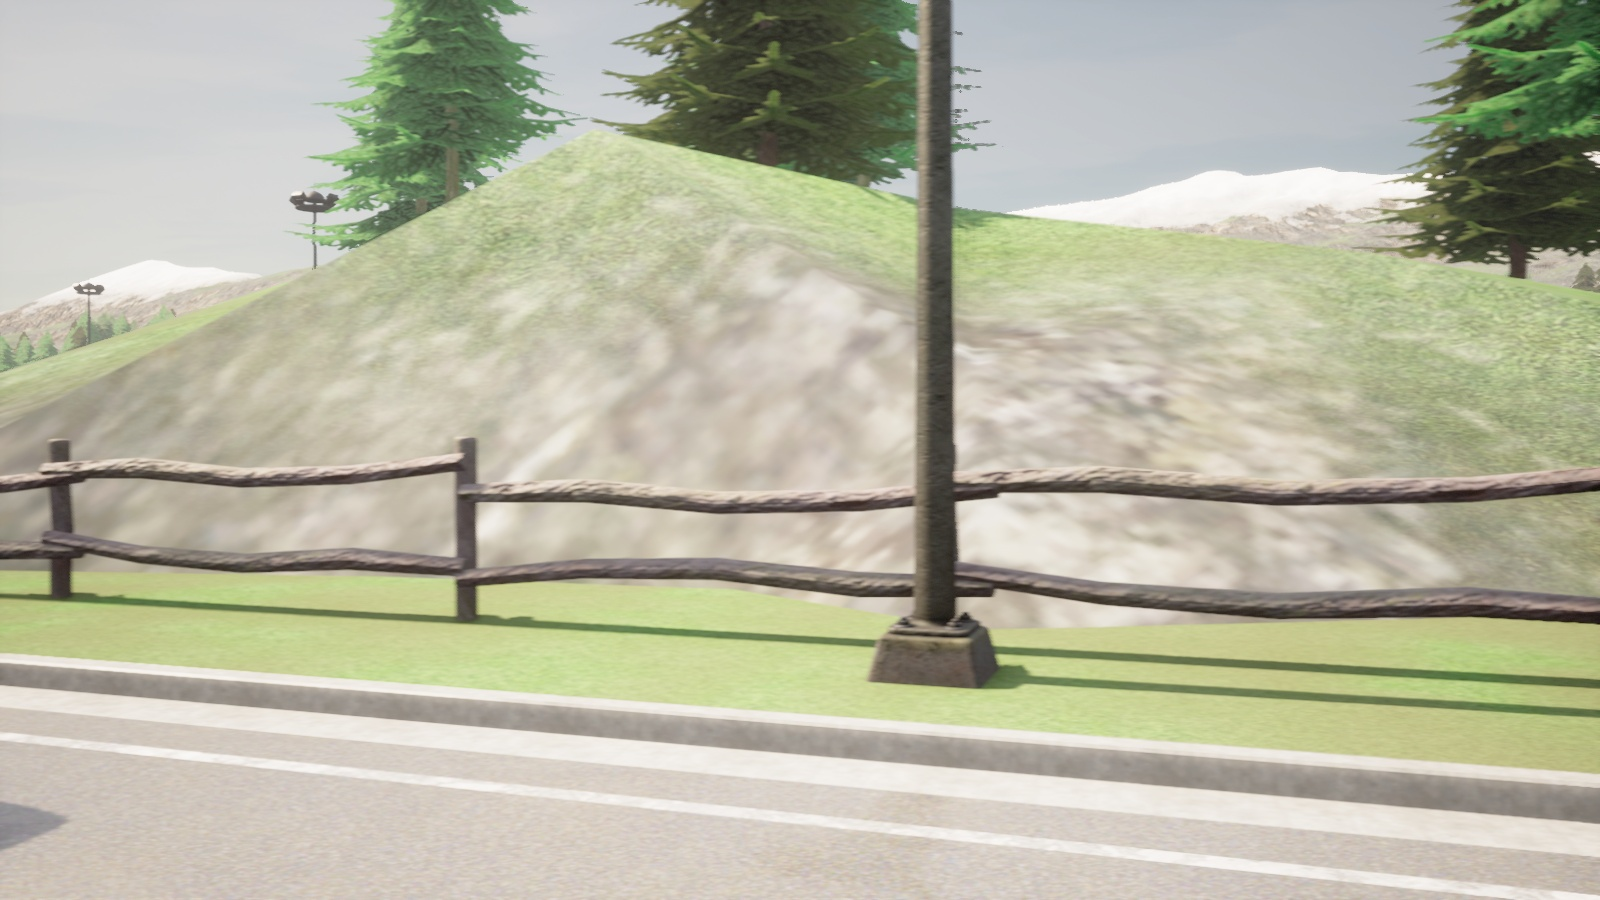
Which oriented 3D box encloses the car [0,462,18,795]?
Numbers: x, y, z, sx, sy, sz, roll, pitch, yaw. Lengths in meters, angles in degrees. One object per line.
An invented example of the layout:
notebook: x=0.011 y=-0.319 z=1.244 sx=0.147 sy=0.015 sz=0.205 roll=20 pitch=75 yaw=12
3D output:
car: x=-6.226 y=0.740 z=5.288 sx=5.357 sy=1.411 sz=2.033 roll=1 pitch=1 yaw=19
